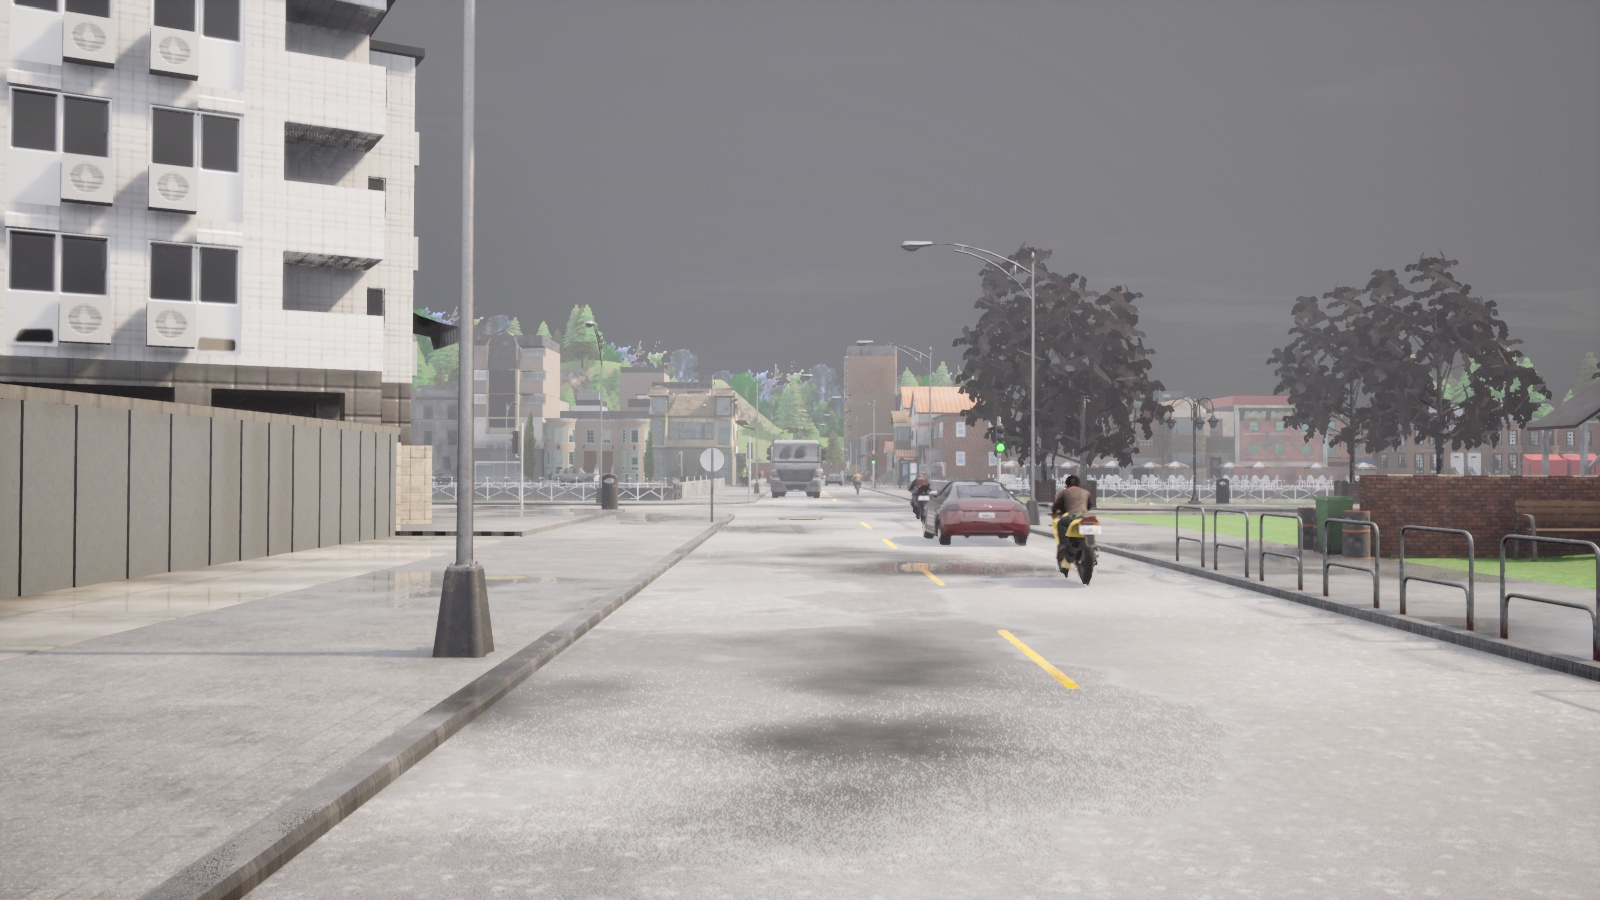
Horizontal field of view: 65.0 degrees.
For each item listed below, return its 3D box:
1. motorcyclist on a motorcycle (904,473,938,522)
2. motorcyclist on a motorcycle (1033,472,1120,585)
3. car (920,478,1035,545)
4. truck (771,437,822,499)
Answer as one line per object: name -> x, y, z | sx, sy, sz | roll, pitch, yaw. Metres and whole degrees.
motorcyclist on a motorcycle -> 3.885, 1.511, 40.413 | 0.866, 1.530, 2.191 | 0, -1, 0
motorcyclist on a motorcycle -> 3.948, 1.085, 18.091 | 0.797, 1.523, 2.044 | 0, -1, 0
car -> 3.919, 1.338, 28.401 | 1.994, 1.385, 4.181 | 0, -1, 0
truck -> -0.218, 1.085, 74.708 | 2.891, 3.462, 7.936 | 0, -1, 0
